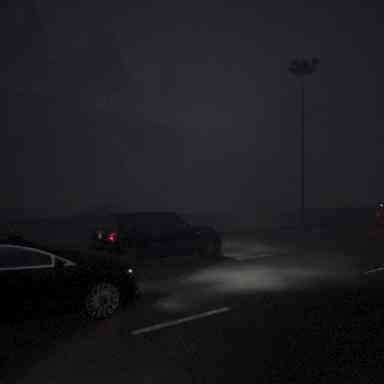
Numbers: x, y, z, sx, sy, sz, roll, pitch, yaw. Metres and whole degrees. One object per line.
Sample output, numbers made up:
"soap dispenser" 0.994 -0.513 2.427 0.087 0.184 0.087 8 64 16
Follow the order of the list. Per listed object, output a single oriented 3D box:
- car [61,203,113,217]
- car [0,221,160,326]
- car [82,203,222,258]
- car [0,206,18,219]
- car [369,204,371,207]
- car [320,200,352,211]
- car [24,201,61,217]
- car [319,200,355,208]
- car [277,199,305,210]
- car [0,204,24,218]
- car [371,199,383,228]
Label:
"car" -6.829 1.588 24.920 4.892 1.490 1.837 1 -1 -35
"car" -3.279 1.497 5.722 4.902 1.511 2.128 1 0 -35
"car" -1.124 1.404 11.551 4.553 1.767 2.097 1 0 -35
"car" -11.835 1.604 17.048 4.718 1.301 1.895 1 0 -36
"car" 28.840 1.831 50.315 4.553 1.767 2.097 1 0 -35
"car" 21.369 1.910 49.310 4.902 1.511 2.128 1 0 -35
"car" -13.547 1.545 28.725 4.902 1.511 2.128 1 0 -36
"car" 16.159 1.793 37.016 5.008 1.535 1.882 1 -1 -35
"car" 14.555 1.873 48.752 4.892 1.490 1.837 1 -1 -35
"car" -14.922 1.507 23.444 4.902 1.511 2.128 1 0 -36
"car" 14.623 1.580 22.782 4.553 1.767 2.097 1 0 -36
